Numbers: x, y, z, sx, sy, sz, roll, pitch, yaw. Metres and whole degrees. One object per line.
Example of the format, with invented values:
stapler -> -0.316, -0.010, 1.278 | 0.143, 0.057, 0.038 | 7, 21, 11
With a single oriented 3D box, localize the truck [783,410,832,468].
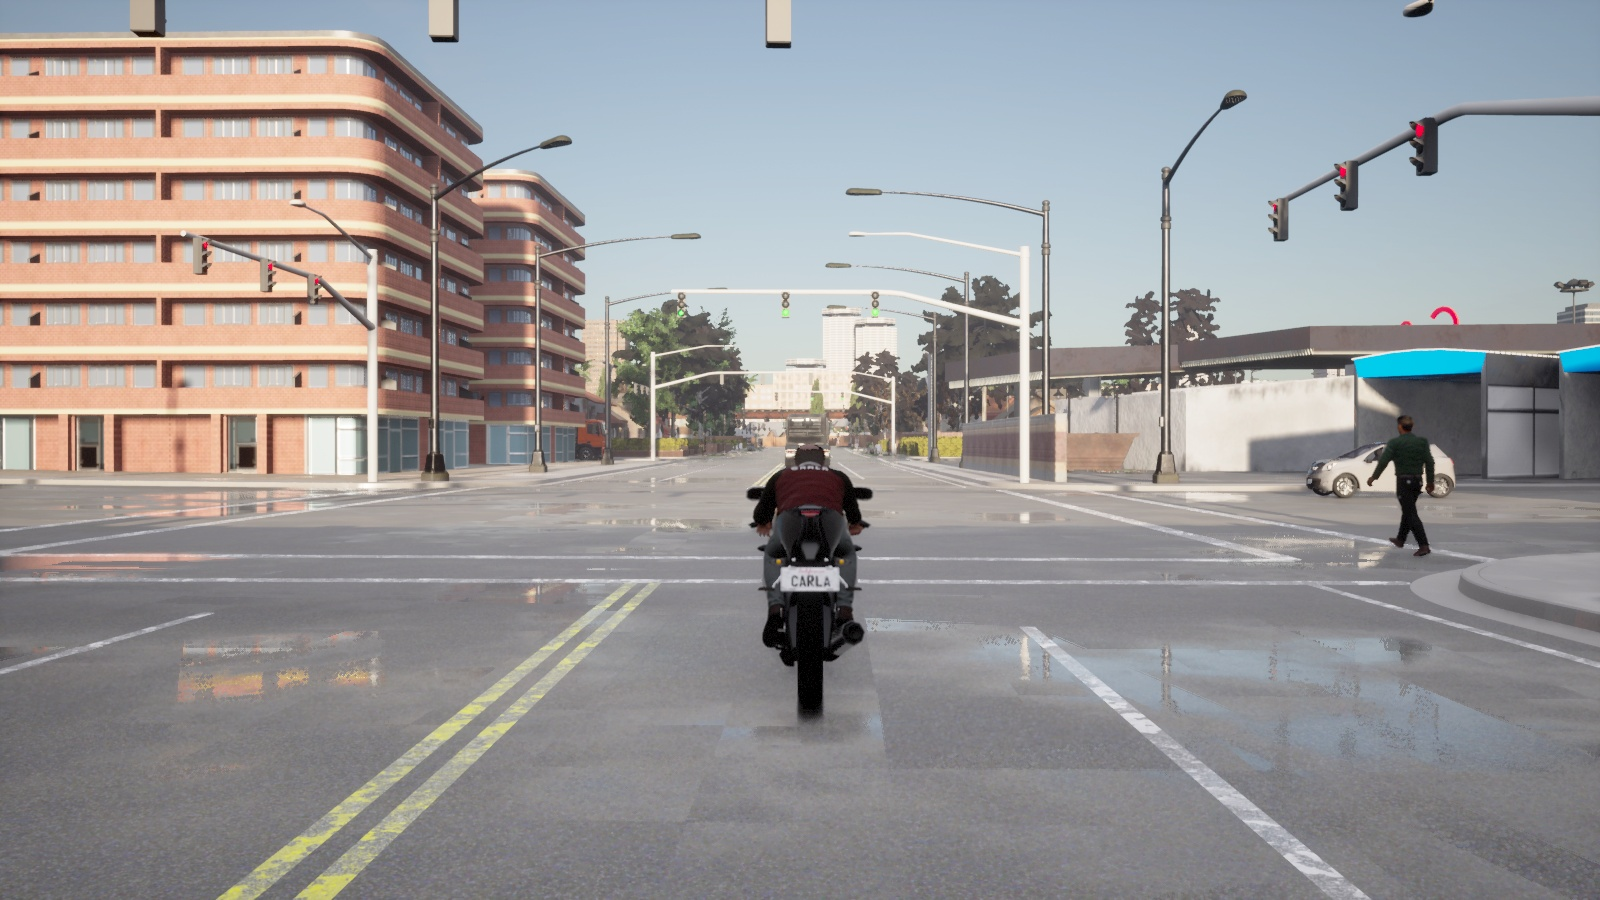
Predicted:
truck -> 0.466, -0.678, 78.471 | 2.891, 3.462, 7.936 | 0, 0, 0

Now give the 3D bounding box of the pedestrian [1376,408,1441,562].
pedestrian -> 7.887, 0.440, 16.294 | 0.423, 1.949, 0.788 | 0, 0, -2

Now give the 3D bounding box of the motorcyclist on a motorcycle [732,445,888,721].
motorcyclist on a motorcycle -> 0.062, 0.736, 8.057 | 0.866, 1.530, 2.191 | 0, 0, 0

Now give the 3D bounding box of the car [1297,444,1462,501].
car -> 15.650, 0.581, 34.043 | 3.633, 1.501, 1.845 | 0, 0, 1
